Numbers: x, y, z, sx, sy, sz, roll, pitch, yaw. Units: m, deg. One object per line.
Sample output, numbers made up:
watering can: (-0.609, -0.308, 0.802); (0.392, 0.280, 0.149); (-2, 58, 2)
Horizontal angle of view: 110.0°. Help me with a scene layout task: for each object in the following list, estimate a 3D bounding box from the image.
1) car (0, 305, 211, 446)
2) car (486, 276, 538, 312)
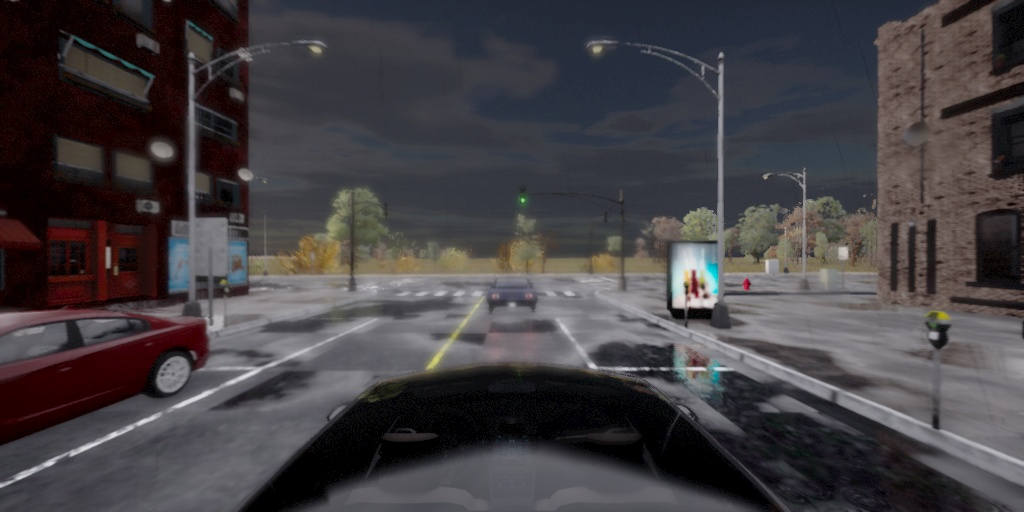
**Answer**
car: (-5.691, 1.318, 3.866); (1.888, 1.381, 4.507); (0, 0, 0)
car: (-0.001, 1.489, 15.073); (1.895, 1.301, 4.718); (0, -1, 0)
